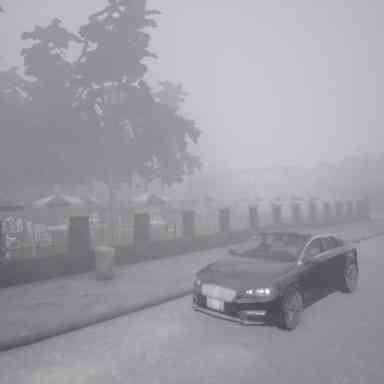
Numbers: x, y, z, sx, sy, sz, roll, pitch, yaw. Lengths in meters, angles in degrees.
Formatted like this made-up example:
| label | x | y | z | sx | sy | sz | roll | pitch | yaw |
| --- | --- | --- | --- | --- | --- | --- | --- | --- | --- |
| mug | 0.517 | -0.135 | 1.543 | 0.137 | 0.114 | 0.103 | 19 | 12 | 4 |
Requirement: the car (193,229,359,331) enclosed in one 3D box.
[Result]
| label | x | y | z | sx | sy | sz | roll | pitch | yaw |
| --- | --- | --- | --- | --- | --- | --- | --- | --- | --- |
| car | 2.076 | 1.612 | 7.295 | 2.128 | 1.511 | 4.902 | -2 | -2 | 44 |
